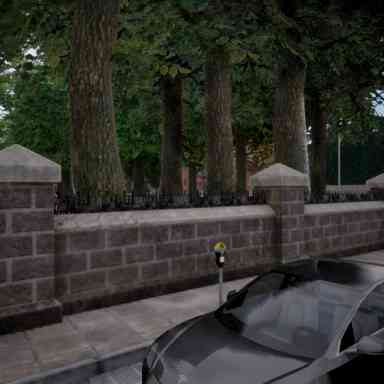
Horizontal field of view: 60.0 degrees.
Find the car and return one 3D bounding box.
[{"bbox_3d":[1.528,1.565,3.910,4.313,1.339,1.947,0,-1,-36],"label":"car"}]
